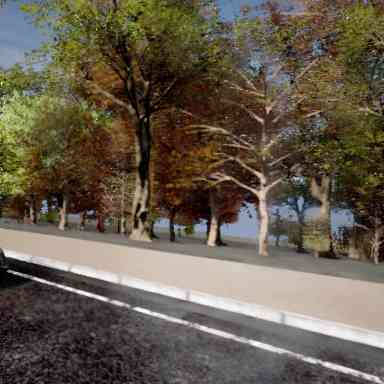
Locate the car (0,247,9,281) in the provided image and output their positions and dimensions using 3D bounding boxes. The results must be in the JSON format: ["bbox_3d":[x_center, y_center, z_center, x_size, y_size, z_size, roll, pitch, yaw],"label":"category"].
[{"bbox_3d":[-6.397,1.489,8.246,4.181,1.385,1.994,1,0,35],"label":"car"}]
